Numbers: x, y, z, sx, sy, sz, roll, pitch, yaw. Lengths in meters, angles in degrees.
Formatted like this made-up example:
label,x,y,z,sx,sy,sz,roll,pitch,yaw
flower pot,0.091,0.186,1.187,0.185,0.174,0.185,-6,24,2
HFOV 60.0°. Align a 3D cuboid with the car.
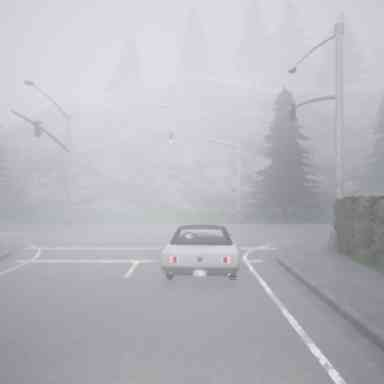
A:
label,x,y,z,sx,sy,sz,roll,pitch,yaw
car,0.321,1.604,9.975,1.895,1.301,4.718,0,0,3
